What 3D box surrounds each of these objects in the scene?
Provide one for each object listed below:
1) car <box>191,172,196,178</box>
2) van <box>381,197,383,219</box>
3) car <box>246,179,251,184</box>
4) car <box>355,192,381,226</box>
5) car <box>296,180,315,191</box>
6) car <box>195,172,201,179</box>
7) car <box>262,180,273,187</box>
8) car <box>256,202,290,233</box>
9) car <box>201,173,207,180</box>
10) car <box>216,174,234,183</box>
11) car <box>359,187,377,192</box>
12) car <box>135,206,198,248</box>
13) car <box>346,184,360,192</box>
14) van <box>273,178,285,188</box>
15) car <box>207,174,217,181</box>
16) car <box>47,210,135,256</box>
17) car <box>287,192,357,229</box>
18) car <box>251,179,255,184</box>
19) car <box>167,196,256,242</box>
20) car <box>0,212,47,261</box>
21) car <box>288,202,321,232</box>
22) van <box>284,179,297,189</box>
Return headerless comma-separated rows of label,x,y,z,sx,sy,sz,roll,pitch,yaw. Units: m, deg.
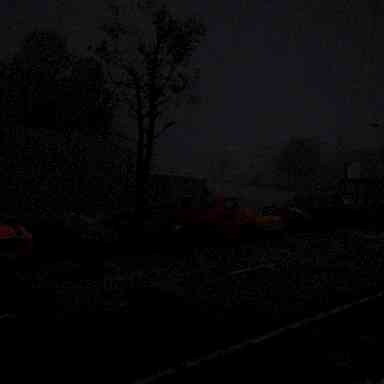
car,1.918,-4.433,94.617,2.435,2.045,5.566,1,-1,34
van,12.389,1.267,25.115,4.442,1.987,1.878,-1,-1,35
car,14.166,-2.388,77.560,2.002,1.452,4.674,7,3,35
car,9.849,1.241,23.446,5.566,2.045,2.435,-1,-1,35
car,22.800,-1.063,65.211,2.231,1.521,4.892,7,3,35
car,3.689,-4.156,92.269,2.185,1.767,4.553,4,1,33
car,17.739,-1.883,72.777,1.946,1.575,5.366,7,3,35
car,2.300,1.489,18.359,5.366,1.575,1.946,-1,-1,35
car,5.419,-3.921,89.798,2.185,1.767,4.553,6,3,34
car,9.063,-3.247,85.072,1.946,1.575,5.366,7,3,34
car,29.698,0.066,55.351,2.002,1.452,4.674,7,3,35
car,-2.465,1.518,14.788,4.792,1.488,2.163,-1,0,35
car,28.008,-0.497,57.823,2.435,2.045,5.566,7,3,35
van,19.312,-1.835,70.045,1.878,1.987,4.442,7,4,35
car,7.212,-3.769,87.332,2.435,2.045,5.566,7,4,34
car,-4.886,1.491,13.043,4.892,1.521,2.231,-1,-1,35
car,7.335,1.240,21.742,5.566,2.045,2.435,-1,-1,35
car,15.908,-2.114,75.098,2.002,1.452,4.674,7,4,35
car,-0.020,1.237,16.532,5.566,2.045,2.435,-1,-1,35
car,-7.353,1.367,11.318,4.553,1.767,2.185,-1,-1,35
car,4.908,1.530,19.986,4.674,1.452,2.002,-1,-1,35
van,21.040,-1.561,67.573,1.878,1.987,4.442,7,4,35
